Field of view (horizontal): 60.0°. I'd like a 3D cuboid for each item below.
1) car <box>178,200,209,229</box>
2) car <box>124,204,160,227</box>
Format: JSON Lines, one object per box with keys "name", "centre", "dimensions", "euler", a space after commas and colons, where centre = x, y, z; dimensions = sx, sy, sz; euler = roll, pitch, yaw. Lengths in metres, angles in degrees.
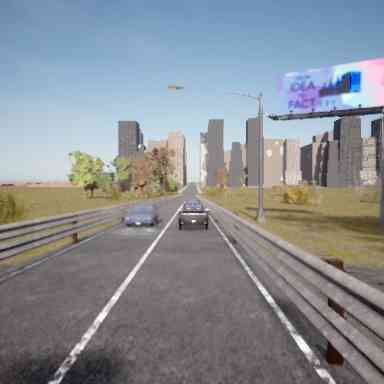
{"name": "car", "centre": [0.097, 1.482, 21.515], "dimensions": [2.128, 1.511, 4.902], "euler": [0, 0, 0]}
{"name": "car", "centre": [-3.293, 1.538, 23.095], "dimensions": [2.033, 1.411, 5.357], "euler": [0, 0, 0]}
